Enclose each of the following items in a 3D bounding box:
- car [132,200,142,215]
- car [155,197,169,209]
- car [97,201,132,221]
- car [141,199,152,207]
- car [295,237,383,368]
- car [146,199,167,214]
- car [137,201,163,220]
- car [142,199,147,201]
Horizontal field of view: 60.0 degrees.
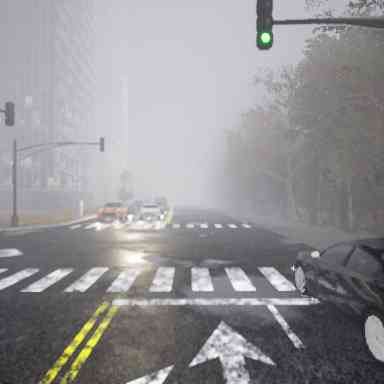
[{"bbox_3d":[-7.483,1.951,39.035,1.994,1.385,4.181,0,-1,-1],"label":"car"},{"bbox_3d":[-4.885,1.738,52.135,2.150,2.045,5.566,0,0,-3],"label":"car"},{"bbox_3d":[-7.158,1.653,30.414,2.097,1.767,4.553,0,-1,-2],"label":"car"},{"bbox_3d":[-8.948,2.186,66.083,1.882,1.535,5.008,0,-1,-4],"label":"car"},{"bbox_3d":[3.354,1.533,5.838,1.882,1.535,5.008,0,-1,-1],"label":"car"},{"bbox_3d":[-4.332,1.931,40.997,1.812,1.442,4.674,0,-1,-3],"label":"car"},{"bbox_3d":[-3.951,1.841,31.903,1.812,1.442,4.674,0,-1,-5],"label":"car"},{"bbox_3d":[-8.060,1.983,50.681,1.882,1.535,5.008,0,-1,-3],"label":"car"}]
